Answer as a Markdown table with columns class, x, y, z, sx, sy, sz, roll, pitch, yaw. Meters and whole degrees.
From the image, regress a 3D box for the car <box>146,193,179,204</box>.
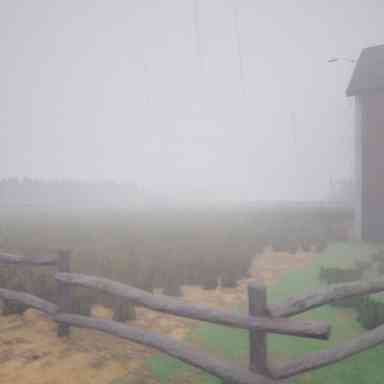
| class | x | y | z | sx | sy | sz | roll | pitch | yaw |
| --- | --- | --- | --- | --- | --- | --- | --- | --- | --- |
| car | -4.282 | 1.214 | 48.469 | 2.150 | 2.045 | 5.566 | 0 | 0 | 35 |

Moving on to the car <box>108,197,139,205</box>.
| class | x | y | z | sx | sy | sz | roll | pitch | yaw |
| --- | --- | --- | --- | --- | --- | --- | --- | --- | --- |
| car | -9.523 | 1.484 | 46.517 | 2.128 | 1.511 | 4.902 | 0 | 0 | 36 |
